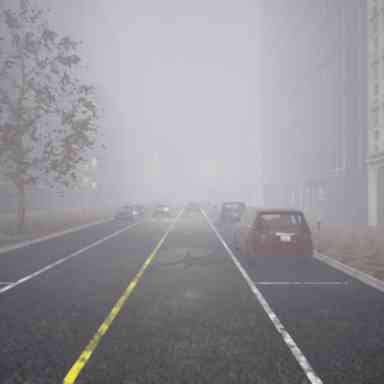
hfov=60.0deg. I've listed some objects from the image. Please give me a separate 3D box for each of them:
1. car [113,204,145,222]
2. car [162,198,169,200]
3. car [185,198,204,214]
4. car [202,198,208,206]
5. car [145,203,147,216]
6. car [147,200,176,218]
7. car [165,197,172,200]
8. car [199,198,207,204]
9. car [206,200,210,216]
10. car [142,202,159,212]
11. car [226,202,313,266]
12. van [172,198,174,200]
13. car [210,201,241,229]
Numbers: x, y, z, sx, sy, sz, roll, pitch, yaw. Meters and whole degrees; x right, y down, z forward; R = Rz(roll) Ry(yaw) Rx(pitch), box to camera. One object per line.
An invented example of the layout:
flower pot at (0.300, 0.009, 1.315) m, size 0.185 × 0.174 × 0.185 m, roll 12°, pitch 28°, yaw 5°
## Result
car at (-5.676, 1.857, 29.065) m, size 2.008 × 1.369 × 4.403 m, roll 0°, pitch -1°, yaw 0°
car at (-5.666, 2.140, 57.525) m, size 2.008 × 1.369 × 4.403 m, roll 0°, pitch -1°, yaw 0°
car at (0.116, 1.909, 41.433) m, size 1.882 × 1.535 × 5.008 m, roll 0°, pitch -1°, yaw 0°
car at (2.717, 2.211, 63.201) m, size 1.947 × 1.339 × 4.313 m, roll 0°, pitch -1°, yaw 0°
car at (-5.674, 1.930, 34.757) m, size 1.947 × 1.339 × 4.313 m, roll 0°, pitch -1°, yaw 0°
car at (-3.087, 1.910, 34.638) m, size 2.033 × 1.411 × 5.357 m, roll 0°, pitch -1°, yaw 0°
car at (-5.661, 2.245, 68.909) m, size 1.887 × 1.381 × 4.507 m, roll 0°, pitch -1°, yaw 0°
car at (2.727, 2.304, 85.968) m, size 1.967 × 1.590 × 4.097 m, roll 0°, pitch -1°, yaw 0°
car at (2.707, 1.891, 34.911) m, size 1.752 × 1.417 × 4.829 m, roll 0°, pitch -1°, yaw 0°
car at (-5.670, 2.059, 46.139) m, size 1.802 × 1.307 × 4.206 m, roll 0°, pitch -1°, yaw 0°
car at (2.699, 1.444, 11.977) m, size 2.192 × 1.841 × 5.009 m, roll 0°, pitch -1°, yaw 0°
van at (-5.658, 2.096, 74.603) m, size 1.690 × 1.788 × 3.998 m, roll 0°, pitch -1°, yaw 0°
car at (2.703, 1.563, 23.361) m, size 2.192 × 1.841 × 5.009 m, roll 0°, pitch -1°, yaw 0°
